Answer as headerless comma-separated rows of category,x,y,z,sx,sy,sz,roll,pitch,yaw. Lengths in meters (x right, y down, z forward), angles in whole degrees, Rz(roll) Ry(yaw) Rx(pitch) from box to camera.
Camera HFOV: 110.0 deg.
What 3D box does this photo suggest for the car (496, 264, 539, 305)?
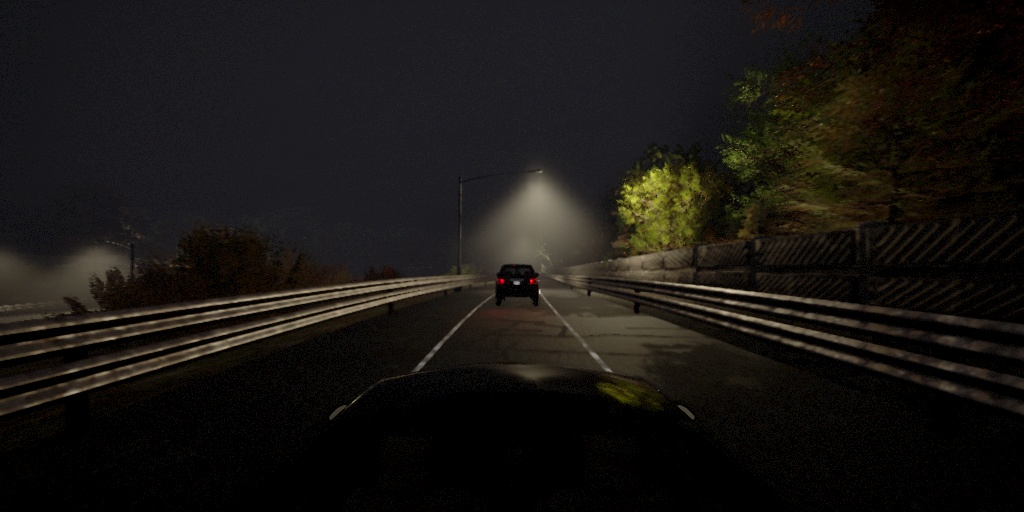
car,0.314,1.513,19.659,2.150,2.045,5.566,0,-3,2
